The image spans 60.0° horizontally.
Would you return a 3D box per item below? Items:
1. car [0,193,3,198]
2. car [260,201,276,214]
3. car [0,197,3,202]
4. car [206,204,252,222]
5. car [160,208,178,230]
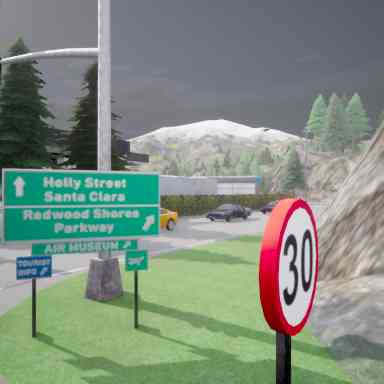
[{"bbox_3d":[-38.568,1.490,69.998,4.514,1.523,2.007,0,0,35],"label":"car"},{"bbox_3d":[9.646,1.739,37.713,2.033,1.411,5.357,0,0,36],"label":"car"},{"bbox_3d":[-12.368,1.505,26.054,1.905,1.878,3.866,0,0,35],"label":"car"},{"bbox_3d":[3.359,1.739,29.098,2.033,1.411,5.357,0,0,36],"label":"car"},{"bbox_3d":[-2.912,1.669,20.479,1.882,1.535,5.008,0,0,36],"label":"car"}]
